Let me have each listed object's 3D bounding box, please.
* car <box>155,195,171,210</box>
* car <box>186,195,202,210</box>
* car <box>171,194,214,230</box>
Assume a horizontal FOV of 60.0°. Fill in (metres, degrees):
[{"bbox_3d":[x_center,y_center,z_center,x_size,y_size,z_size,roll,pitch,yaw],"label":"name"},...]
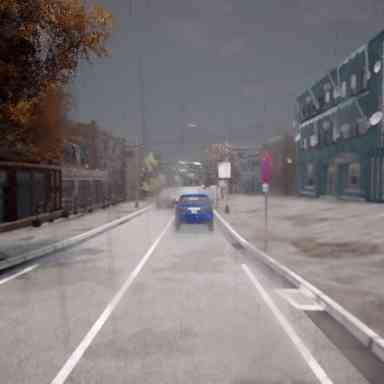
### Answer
[{"bbox_3d":[-2.992,1.172,37.598,1.837,1.490,4.892,0,1,1],"label":"car"},{"bbox_3d":[0.218,1.180,38.614,1.812,1.442,4.674,0,1,0],"label":"car"},{"bbox_3d":[0.131,1.105,20.203,2.150,2.045,5.566,0,1,0],"label":"car"}]
